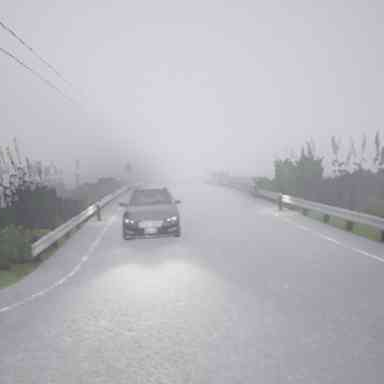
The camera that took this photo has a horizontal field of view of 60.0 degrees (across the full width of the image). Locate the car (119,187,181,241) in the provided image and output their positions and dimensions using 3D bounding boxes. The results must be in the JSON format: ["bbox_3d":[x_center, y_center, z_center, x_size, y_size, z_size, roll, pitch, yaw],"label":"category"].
[{"bbox_3d":[-1.497,0.625,12.199,2.128,1.511,4.902,-3,6,-6],"label":"car"}]
